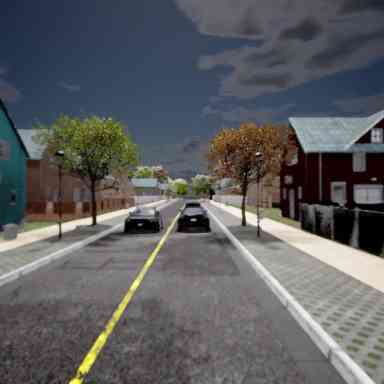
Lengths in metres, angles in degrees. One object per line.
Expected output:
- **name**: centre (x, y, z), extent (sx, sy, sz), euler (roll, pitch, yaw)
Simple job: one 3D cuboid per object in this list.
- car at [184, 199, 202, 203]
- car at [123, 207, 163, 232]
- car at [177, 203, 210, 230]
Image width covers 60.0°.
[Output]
- **car**: centre (0.101, 1.613, 39.288), extent (1.837, 1.490, 4.892), euler (0, 0, 0)
- **car**: centre (-2.849, 1.606, 20.229), extent (1.994, 1.385, 4.181), euler (0, 0, 0)
- **car**: centre (0.098, 1.610, 21.442), extent (1.994, 1.385, 4.181), euler (0, 0, 0)
